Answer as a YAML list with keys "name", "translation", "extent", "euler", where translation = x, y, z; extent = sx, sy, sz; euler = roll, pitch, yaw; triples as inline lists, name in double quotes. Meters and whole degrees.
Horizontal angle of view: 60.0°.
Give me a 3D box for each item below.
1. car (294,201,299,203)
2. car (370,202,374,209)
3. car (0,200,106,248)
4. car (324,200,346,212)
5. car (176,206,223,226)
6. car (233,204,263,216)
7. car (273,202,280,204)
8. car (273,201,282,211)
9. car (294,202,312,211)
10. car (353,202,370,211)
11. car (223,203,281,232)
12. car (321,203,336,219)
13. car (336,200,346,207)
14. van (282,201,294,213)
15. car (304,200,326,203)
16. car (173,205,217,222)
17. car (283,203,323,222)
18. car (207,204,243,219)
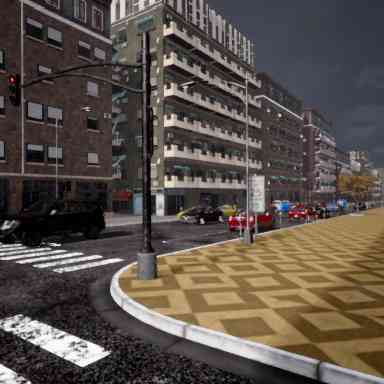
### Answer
- name: "car"
  translation: [16.652, 2.360, 54.777]
  extent: [1.967, 1.590, 4.097]
  euler: [-2, -2, 35]
- name: "car"
  translation: [36.397, 2.744, 68.563]
  extent: [2.008, 1.369, 4.403]
  euler: [-2, -2, 35]
- name: "car"
  translation: [-6.769, 1.408, 16.321]
  extent: [2.150, 2.045, 5.566]
  euler: [-1, -1, 32]
- name: "car"
  translation: [23.425, 2.467, 54.417]
  extent: [2.033, 1.411, 5.357]
  euler: [-1, -1, 36]
- name: "car"
  translation: [0.925, 1.914, 27.717]
  extent: [1.837, 1.490, 4.892]
  euler: [-1, -2, 35]
- name: "car"
  translation: [6.963, 2.220, 40.870]
  extent: [1.947, 1.339, 4.313]
  euler: [-2, -2, 35]
- name: "car"
  translation: [7.633, 2.138, 37.326]
  extent: [2.033, 1.411, 5.357]
  euler: [-1, -1, 35]
- name: "car"
  translation: [10.192, 2.288, 45.505]
  extent: [1.887, 1.381, 4.507]
  euler: [-2, -2, 35]
- name: "car"
  translation: [19.884, 2.552, 59.409]
  extent: [1.887, 1.381, 4.507]
  euler: [-2, -2, 35]
- name: "car"
  translation: [29.937, 2.582, 59.293]
  extent: [1.947, 1.339, 4.313]
  euler: [-2, -2, 35]
- name: "car"
  translation: [4.093, 1.750, 22.219]
  extent: [1.967, 1.590, 4.097]
  euler: [-2, -2, 35]
- name: "car"
  translation: [13.786, 2.140, 36.120]
  extent: [1.947, 1.339, 4.313]
  euler: [-2, -2, 35]
- name: "car"
  translation: [39.166, 2.881, 87.162]
  extent: [1.690, 1.788, 3.998]
  euler: [-2, -2, 35]
- name: "van"
  translation: [13.421, 2.172, 50.145]
  extent: [1.690, 1.788, 3.998]
  euler: [-2, -2, 35]
- name: "car"
  translation: [15.967, 2.214, 43.700]
  extent: [1.837, 1.490, 4.892]
  euler: [-1, -3, 35]
- name: "car"
  translation: [0.404, 2.001, 31.462]
  extent: [1.752, 1.417, 4.829]
  euler: [-2, -2, 35]
- name: "car"
  translation: [10.555, 2.031, 31.486]
  extent: [1.887, 1.381, 4.507]
  euler: [-2, -2, 35]
- name: "car"
  translation: [3.635, 2.089, 36.096]
  extent: [1.752, 1.417, 4.829]
  euler: [-2, -2, 35]
